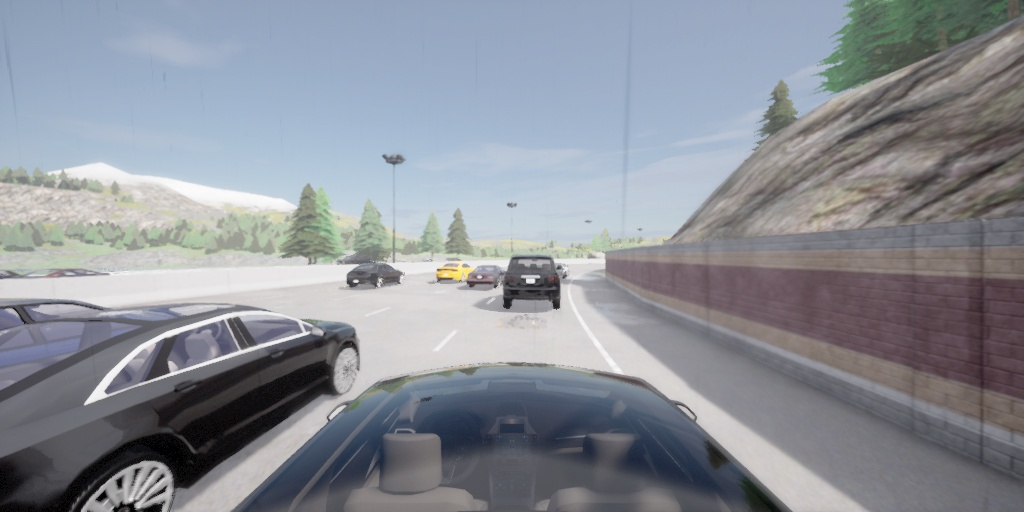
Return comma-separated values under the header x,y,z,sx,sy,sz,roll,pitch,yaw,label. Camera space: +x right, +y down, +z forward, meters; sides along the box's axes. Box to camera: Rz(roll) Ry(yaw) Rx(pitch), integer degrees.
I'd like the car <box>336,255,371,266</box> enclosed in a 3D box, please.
x,y,z,sx,sy,sz,roll,pitch,yaw,label
-23.056,0.856,52.569,2.150,2.045,5.566,0,0,19,car

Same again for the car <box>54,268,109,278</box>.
x,y,z,sx,sy,sz,roll,pitch,yaw,label
-20.246,1.239,15.888,1.994,1.385,4.181,0,0,6,car

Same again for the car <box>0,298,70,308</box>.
x,y,z,sx,sy,sz,roll,pitch,yaw,label
-6.812,1.274,4.703,2.033,1.411,5.357,0,0,2,car

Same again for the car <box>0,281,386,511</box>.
x,y,z,sx,sy,sz,roll,pitch,yaw,label
-3.290,1.230,3.657,2.128,1.511,4.902,0,0,1,car

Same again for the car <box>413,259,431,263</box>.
x,y,z,sx,sy,sz,roll,pitch,yaw,label
-14.138,1.222,56.683,1.994,1.385,4.181,0,0,21,car

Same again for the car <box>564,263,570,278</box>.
x,y,z,sx,sy,sz,roll,pitch,yaw,label
4.196,1.261,33.077,1.812,1.442,4.674,0,0,14,car

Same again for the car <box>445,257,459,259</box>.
x,y,z,sx,sy,sz,roll,pitch,yaw,label
-9.972,1.022,57.697,2.097,1.767,4.553,0,0,22,car

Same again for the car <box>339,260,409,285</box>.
x,y,z,sx,sy,sz,roll,pitch,yaw,label
-8.570,1.210,22.938,1.837,1.490,4.892,0,0,9,car

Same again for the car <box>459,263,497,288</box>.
x,y,z,sx,sy,sz,roll,pitch,yaw,label
-1.469,1.274,23.355,2.033,1.411,5.357,0,0,10,car

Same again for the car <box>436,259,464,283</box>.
x,y,z,sx,sy,sz,roll,pitch,yaw,label
-4.189,1.192,27.642,1.882,1.535,5.008,0,0,11,car

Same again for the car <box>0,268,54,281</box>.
x,y,z,sx,sy,sz,roll,pitch,yaw,label
-10.238,1.068,4.860,2.097,1.767,4.553,0,0,1,car

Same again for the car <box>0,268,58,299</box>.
x,y,z,sx,sy,sz,roll,pitch,yaw,label
-23.822,1.265,15.641,1.895,1.301,4.718,0,0,6,car

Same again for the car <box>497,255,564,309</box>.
x,y,z,sx,sy,sz,roll,pitch,yaw,label
0.928,0.963,15.178,2.150,2.045,5.566,0,0,6,car
